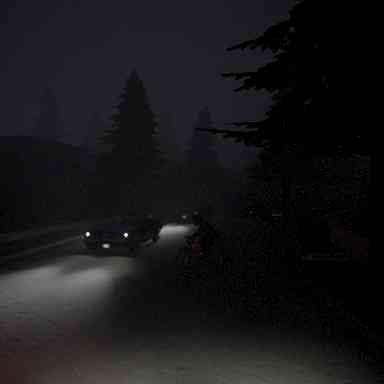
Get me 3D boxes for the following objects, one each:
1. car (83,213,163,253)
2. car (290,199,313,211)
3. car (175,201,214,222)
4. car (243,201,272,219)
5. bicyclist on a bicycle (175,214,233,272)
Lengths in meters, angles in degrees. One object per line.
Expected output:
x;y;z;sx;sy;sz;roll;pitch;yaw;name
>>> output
-2.689;1.600;13.955;1.895;1.301;4.718;0;0;9;car
13.393;1.543;41.602;2.033;1.411;5.357;0;0;39;car
0.289;1.489;25.628;2.128;1.511;4.902;0;0;20;car
5.866;1.523;29.655;1.812;1.442;4.674;0;0;25;car
0.323;1.445;9.301;1.656;1.620;0.582;-1;0;5;bicyclist on a bicycle
